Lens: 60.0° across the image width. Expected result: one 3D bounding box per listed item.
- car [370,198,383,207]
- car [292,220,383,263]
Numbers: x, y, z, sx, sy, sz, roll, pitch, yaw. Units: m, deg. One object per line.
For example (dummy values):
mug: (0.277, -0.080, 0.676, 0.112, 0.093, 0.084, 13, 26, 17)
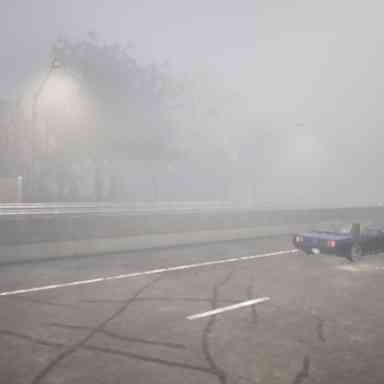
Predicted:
car: (32.666, 1.870, 57.278, 4.553, 1.767, 2.097, 1, 0, -35)
car: (5.955, 1.696, 12.364, 4.718, 1.301, 1.895, 1, 0, -35)
